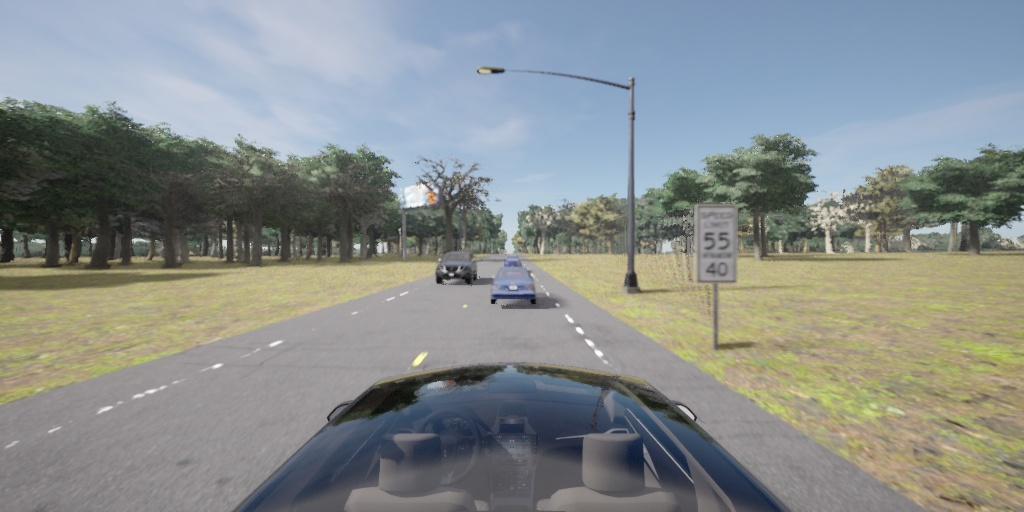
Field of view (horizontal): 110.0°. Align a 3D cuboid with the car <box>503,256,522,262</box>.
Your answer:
[{"bbox_3d":[0.087,0.767,36.986,1.812,1.442,4.674,0,1,0],"label":"car"}]

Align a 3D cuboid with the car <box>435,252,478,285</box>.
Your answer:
[{"bbox_3d":[-3.526,0.718,23.731,2.150,2.045,5.566,0,0,0],"label":"car"}]

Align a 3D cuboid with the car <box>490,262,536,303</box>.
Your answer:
[{"bbox_3d":[0.058,1.159,15.570,2.033,1.411,5.357,0,1,0],"label":"car"}]
